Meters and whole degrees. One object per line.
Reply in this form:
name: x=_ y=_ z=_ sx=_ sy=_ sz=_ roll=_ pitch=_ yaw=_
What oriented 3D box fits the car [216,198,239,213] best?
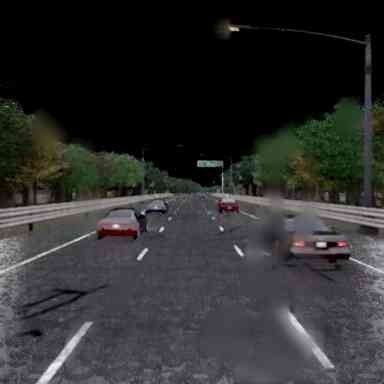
car: x=3.596 y=1.341 z=34.200 sx=1.882 sy=1.535 sz=5.008 roll=0 pitch=0 yaw=0

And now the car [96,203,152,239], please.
car: x=-3.402 y=1.496 z=16.894 sx=1.994 sy=1.385 sz=4.181 roll=0 pitch=0 yaw=0

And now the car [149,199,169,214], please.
car: x=-3.404 y=1.431 z=33.289 sx=1.994 sy=1.385 sz=4.181 roll=0 pitch=0 yaw=0

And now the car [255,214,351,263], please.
car: x=3.601 y=1.500 z=11.776 sx=2.033 sy=1.411 sz=5.357 roll=0 pitch=0 yaw=0
